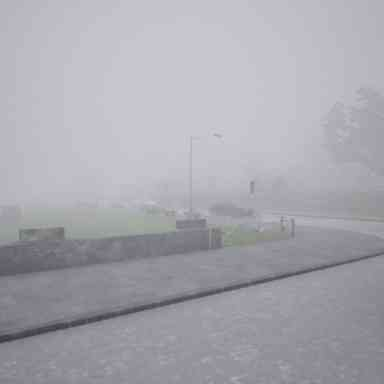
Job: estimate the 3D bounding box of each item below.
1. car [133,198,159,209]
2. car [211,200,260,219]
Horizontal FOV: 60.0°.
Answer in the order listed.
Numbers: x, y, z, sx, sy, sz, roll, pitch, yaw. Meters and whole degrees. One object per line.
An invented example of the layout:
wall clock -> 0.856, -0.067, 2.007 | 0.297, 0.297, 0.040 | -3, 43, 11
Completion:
car -> -5.979, 1.525, 42.574 | 1.812, 1.442, 4.674 | 0, 0, -35
car -> 3.676, 1.478, 29.035 | 1.882, 1.535, 5.008 | 0, 0, -36
